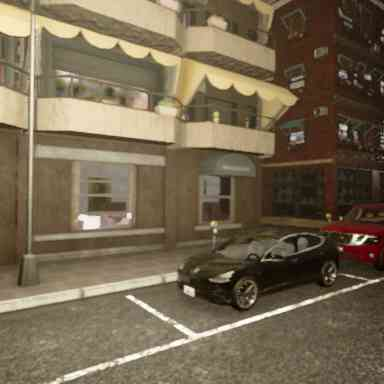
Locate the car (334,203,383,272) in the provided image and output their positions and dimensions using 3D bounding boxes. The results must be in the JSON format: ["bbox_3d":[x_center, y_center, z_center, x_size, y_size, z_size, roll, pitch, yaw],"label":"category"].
[{"bbox_3d":[6.261,1.313,11.008,5.009,1.841,2.192,0,1,-35],"label":"car"}]

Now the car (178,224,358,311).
[{"bbox_3d":[1.724,1.565,7.777,4.313,1.339,1.947,0,1,-35],"label":"car"}]
